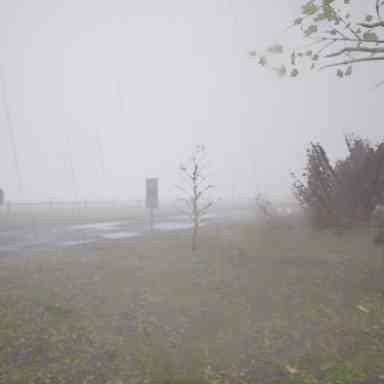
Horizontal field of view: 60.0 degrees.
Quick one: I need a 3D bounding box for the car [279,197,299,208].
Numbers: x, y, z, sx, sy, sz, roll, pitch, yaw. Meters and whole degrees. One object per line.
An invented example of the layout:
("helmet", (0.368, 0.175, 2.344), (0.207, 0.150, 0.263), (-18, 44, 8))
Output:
("car", (14.530, 1.526, 49.569), (1.882, 1.535, 5.008), (1, 0, 36))
